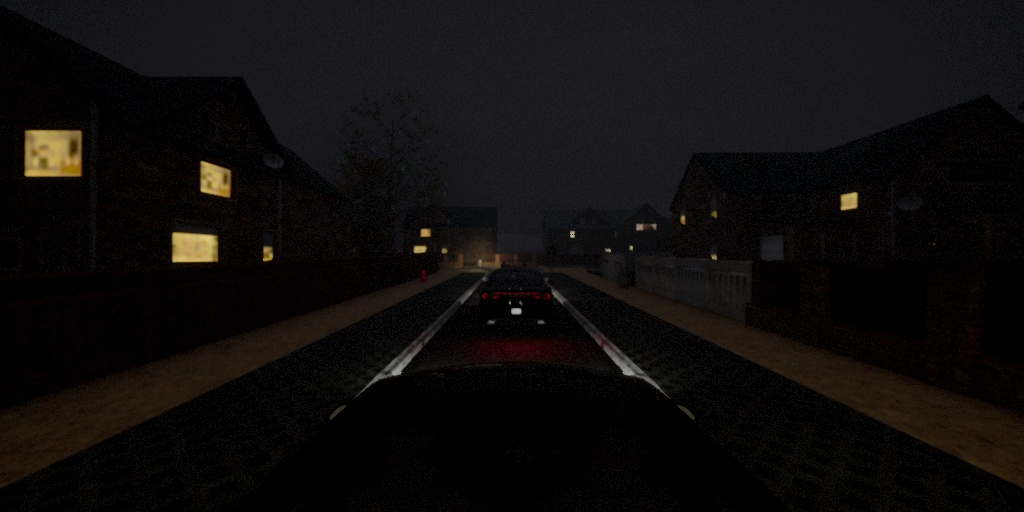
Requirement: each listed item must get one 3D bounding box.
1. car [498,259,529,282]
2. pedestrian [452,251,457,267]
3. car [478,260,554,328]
[{"bbox_3d":[0.122,0.908,24.801,1.895,1.301,4.718,0,1,1],"label":"car"},{"bbox_3d":[-6.707,0.341,41.635,0.375,1.860,0.375,0,0,1],"label":"pedestrian"},{"bbox_3d":[0.103,1.056,10.674,1.882,1.535,5.008,0,1,0],"label":"car"}]
